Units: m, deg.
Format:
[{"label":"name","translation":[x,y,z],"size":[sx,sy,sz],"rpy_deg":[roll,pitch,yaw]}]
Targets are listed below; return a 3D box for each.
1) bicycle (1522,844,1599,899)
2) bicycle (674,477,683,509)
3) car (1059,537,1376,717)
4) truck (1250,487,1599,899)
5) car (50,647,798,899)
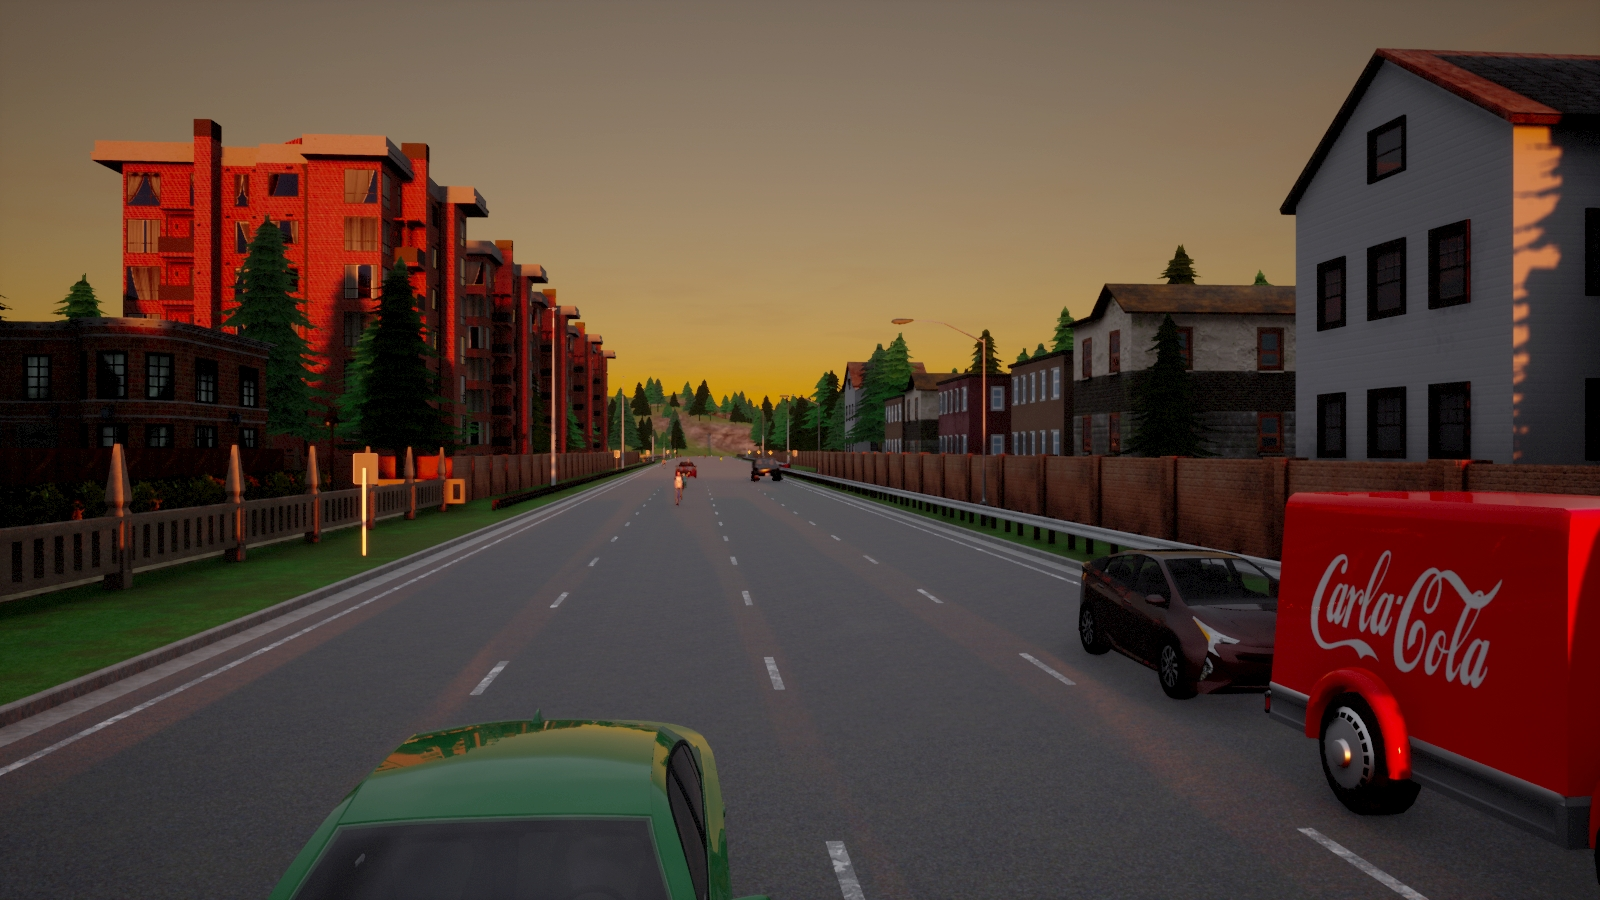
[{"label":"bicycle","translation":[2.623,2.056,2.959],"size":[0.373,1.496,1.643],"rpy_deg":[0,0,-4]},{"label":"bicycle","translation":[-5.868,2.056,55.202],"size":[0.373,1.496,1.643],"rpy_deg":[0,0,-5]},{"label":"car","translation":[4.945,2.040,14.354],"size":[2.007,1.525,4.514],"rpy_deg":[0,0,-5]},{"label":"truck","translation":[5.566,1.568,7.740],"size":[2.627,2.467,5.204],"rpy_deg":[0,0,-5]},{"label":"car","translation":[-1.202,2.034,4.748],"size":[2.097,1.535,5.006],"rpy_deg":[0,0,-5]}]
